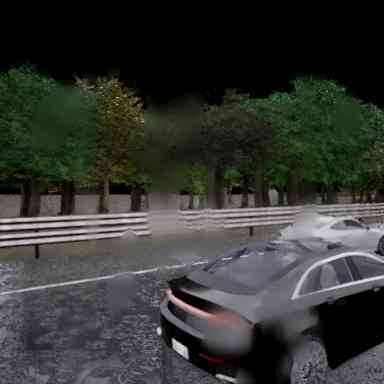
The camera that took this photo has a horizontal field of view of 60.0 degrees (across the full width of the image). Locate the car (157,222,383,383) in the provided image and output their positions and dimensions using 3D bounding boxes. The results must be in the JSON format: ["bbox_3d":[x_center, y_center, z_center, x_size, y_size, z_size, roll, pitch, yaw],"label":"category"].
[{"bbox_3d":[1.854,1.482,5.014,4.902,1.511,2.128,0,0,-35],"label":"car"}]

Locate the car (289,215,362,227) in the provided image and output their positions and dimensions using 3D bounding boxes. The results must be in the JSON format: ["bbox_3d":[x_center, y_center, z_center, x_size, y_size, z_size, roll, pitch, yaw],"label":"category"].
[{"bbox_3d":[4.838,1.504,11.342,4.674,1.442,1.812,0,0,-35],"label":"car"}]
